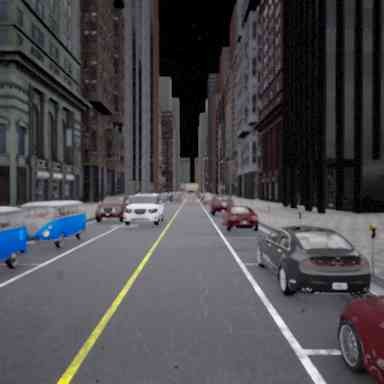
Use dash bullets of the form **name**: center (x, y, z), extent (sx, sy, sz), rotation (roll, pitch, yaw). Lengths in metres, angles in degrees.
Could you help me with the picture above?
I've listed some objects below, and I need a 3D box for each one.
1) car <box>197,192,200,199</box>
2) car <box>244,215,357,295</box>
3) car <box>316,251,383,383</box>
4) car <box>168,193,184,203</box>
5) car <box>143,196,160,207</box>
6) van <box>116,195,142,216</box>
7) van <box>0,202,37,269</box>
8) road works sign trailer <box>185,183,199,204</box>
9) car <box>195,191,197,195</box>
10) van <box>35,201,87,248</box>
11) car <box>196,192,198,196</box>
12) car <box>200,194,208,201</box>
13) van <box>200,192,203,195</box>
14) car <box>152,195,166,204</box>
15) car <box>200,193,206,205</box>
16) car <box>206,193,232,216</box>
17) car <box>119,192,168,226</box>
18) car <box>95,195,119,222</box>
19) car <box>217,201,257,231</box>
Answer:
- **car**: center (2.712, 1.148, 70.392), extent (1.967, 1.590, 4.097), rotation (0, 0, 0)
- **car**: center (2.755, 1.511, 8.395), extent (2.008, 1.369, 4.403), rotation (0, 0, 0)
- **car**: center (2.759, 1.568, 2.759), extent (1.802, 1.307, 4.206), rotation (0, 0, 0)
- **car**: center (-3.073, 1.303, 62.710), extent (1.994, 1.385, 4.181), rotation (0, 0, 1)
- **car**: center (-5.797, 1.336, 47.829), extent (1.887, 1.381, 4.507), rotation (0, 0, 0)
- **van**: center (-5.786, 1.201, 30.917), extent (1.690, 1.788, 3.998), rotation (0, 0, 0)
- **van**: center (-5.771, 1.301, 8.372), extent (1.690, 1.788, 3.998), rotation (0, 0, 0)
- **road works sign trailer**: center (-0.037, 0.227, 55.430), extent (2.380, 3.560, 2.880), rotation (0, 0, 0)
- **car**: center (2.697, 1.066, 92.937), extent (1.967, 1.590, 4.097), rotation (0, 0, 0)
- **van**: center (-5.774, 1.275, 14.009), extent (1.690, 1.788, 3.998), rotation (0, 0, 0)
- **car**: center (2.705, 1.217, 81.665), extent (2.008, 1.369, 4.403), rotation (0, 0, 0)
- **car**: center (2.709, 1.212, 76.199), extent (1.752, 1.417, 4.829), rotation (0, 0, 0)
- **van**: center (2.719, 1.090, 59.119), extent (1.690, 1.788, 3.998), rotation (0, 0, 0)
- **car**: center (-5.805, 1.315, 59.102), extent (1.947, 1.339, 4.313), rotation (0, 0, 0)
- **car**: center (2.724, 1.295, 53.654), extent (1.752, 1.417, 4.829), rotation (0, 0, 0)
- **car**: center (2.739, 1.175, 30.938), extent (2.192, 1.841, 5.009), rotation (0, 0, 0)
- **car**: center (-3.114, 1.116, 22.616), extent (2.150, 2.045, 5.566), rotation (0, 0, 0)
- **car**: center (-5.782, 1.199, 25.281), extent (2.192, 1.841, 5.009), rotation (0, 0, 0)
- **car**: center (2.747, 1.453, 19.667), extent (1.887, 1.381, 4.507), rotation (0, 0, 0)
